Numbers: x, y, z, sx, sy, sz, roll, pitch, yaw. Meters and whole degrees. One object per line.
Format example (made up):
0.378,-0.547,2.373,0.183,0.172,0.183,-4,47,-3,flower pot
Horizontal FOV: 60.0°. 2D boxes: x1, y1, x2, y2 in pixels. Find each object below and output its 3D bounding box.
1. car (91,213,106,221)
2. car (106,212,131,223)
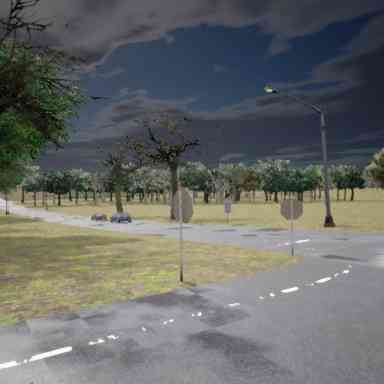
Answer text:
-16.983,4.531,60.726,1.812,1.442,4.674,-1,-1,-34,car
-11.351,3.940,52.505,2.097,1.767,4.553,-1,-2,-34,car
